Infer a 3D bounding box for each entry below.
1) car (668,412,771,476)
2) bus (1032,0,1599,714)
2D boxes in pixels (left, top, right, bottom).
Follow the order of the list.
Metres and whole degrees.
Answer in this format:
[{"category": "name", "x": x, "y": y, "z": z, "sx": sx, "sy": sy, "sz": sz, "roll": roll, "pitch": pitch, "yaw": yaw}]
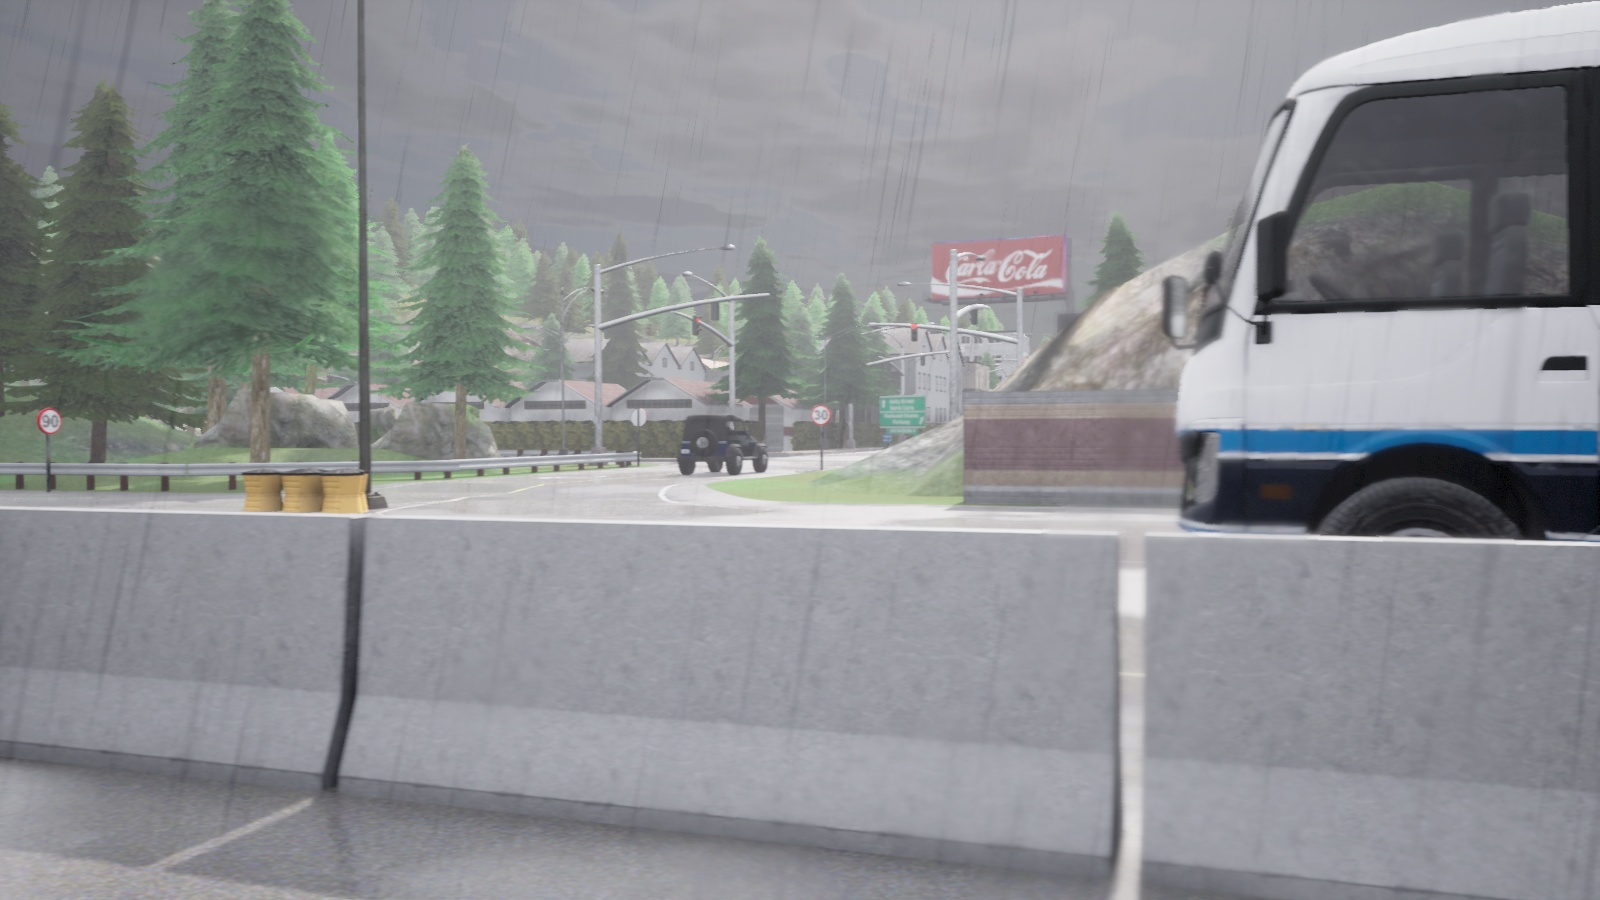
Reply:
[{"category": "car", "x": -2.466, "y": -0.215, "z": 39.481, "sx": 1.905, "sy": 1.878, "sz": 3.866, "roll": 1, "pitch": 1, "yaw": 18}, {"category": "bus", "x": 6.996, "y": -0.655, "z": 8.204, "sx": 10.273, "sy": 4.253, "sz": 3.944, "roll": 1, "pitch": 1, "yaw": 19}]
